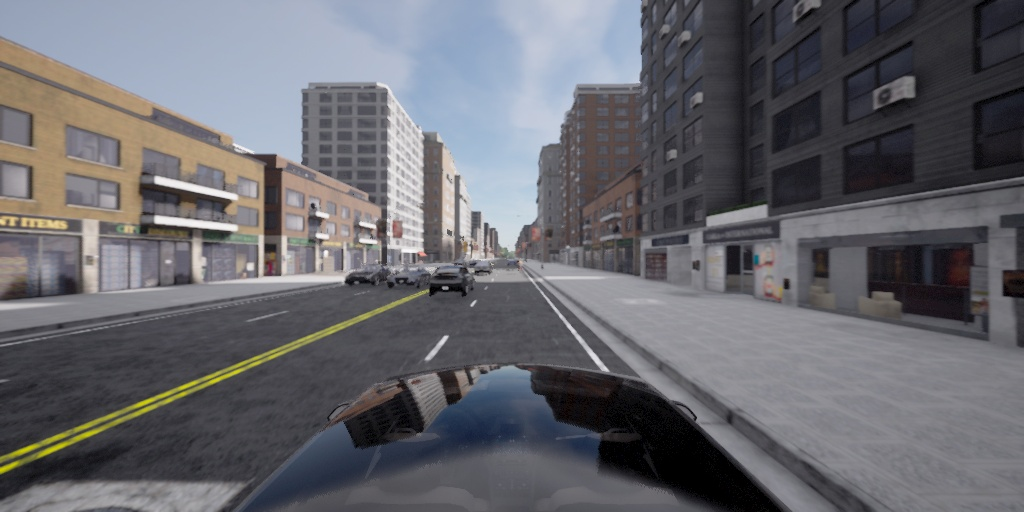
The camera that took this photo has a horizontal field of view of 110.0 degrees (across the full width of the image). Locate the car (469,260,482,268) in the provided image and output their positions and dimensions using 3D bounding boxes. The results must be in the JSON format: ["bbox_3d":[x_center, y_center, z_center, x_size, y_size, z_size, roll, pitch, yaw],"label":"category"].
[{"bbox_3d":[-6.492,1.356,64.217,1.895,1.301,4.718,0,0,1],"label":"car"}]

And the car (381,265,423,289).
[{"bbox_3d":[-6.588,1.315,23.328,1.994,1.385,4.181,0,0,0],"label":"car"}]

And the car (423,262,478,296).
[{"bbox_3d":[-3.143,1.255,19.267,1.837,1.490,4.892,0,0,0],"label":"car"}]

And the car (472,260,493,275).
[{"bbox_3d":[-3.134,1.299,39.645,2.033,1.411,5.357,0,0,0],"label":"car"}]

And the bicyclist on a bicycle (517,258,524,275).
[{"bbox_3d":[0.895,1.188,38.878,0.866,1.612,1.509,0,0,0],"label":"bicyclist on a bicycle"}]

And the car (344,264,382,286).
[{"bbox_3d":[-9.839,1.299,25.376,2.033,1.411,5.357,0,0,0],"label":"car"}]
